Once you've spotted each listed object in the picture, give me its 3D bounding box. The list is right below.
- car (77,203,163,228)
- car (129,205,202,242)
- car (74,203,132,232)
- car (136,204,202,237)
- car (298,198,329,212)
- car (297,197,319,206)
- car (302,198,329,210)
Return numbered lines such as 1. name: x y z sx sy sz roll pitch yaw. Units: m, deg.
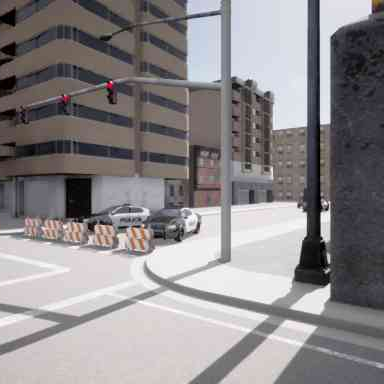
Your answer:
1. car: -4.122 1.295 19.276 4.536 1.218 1.853 0 0 -29
2. car: -0.974 1.453 16.566 2.038 1.542 4.974 0 0 16
3. car: -4.167 1.453 19.250 4.974 1.542 2.038 0 0 -29
4. car: -0.960 1.295 16.616 1.853 1.218 4.536 0 0 16
5. car: 14.294 1.453 38.347 2.038 1.542 4.974 0 0 36
6. car: 16.529 1.295 47.308 1.853 1.218 4.536 0 0 36
7. car: 14.324 1.295 38.389 1.853 1.218 4.536 0 0 36
